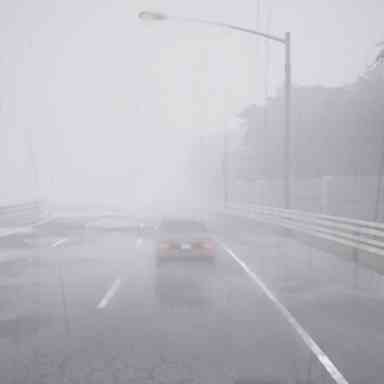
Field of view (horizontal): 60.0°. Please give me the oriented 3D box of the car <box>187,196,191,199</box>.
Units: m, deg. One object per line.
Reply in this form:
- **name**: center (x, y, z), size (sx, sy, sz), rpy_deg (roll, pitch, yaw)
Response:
- **car**: center (-1.048, 1.416, 89.850), size (1.812, 1.442, 4.674), rpy_deg (0, 0, 39)

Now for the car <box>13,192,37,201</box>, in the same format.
- **car**: center (-39.524, 1.030, 78.616), size (5.566, 2.045, 2.150), rpy_deg (0, 0, 43)

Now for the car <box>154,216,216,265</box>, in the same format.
- **car**: center (-0.347, 1.533, 11.563), size (2.033, 1.411, 5.357), rpy_deg (0, 0, -4)

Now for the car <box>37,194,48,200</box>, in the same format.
- **car**: center (-37.034, 1.281, 81.075), size (5.008, 1.535, 1.882), rpy_deg (0, 0, 43)
